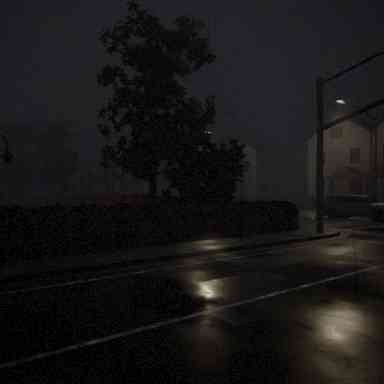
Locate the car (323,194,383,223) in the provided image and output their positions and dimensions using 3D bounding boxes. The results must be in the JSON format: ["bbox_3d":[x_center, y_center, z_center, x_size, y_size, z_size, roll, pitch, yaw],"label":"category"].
[{"bbox_3d":[13.074,1.221,25.981,2.150,2.045,5.566,0,0,-40],"label":"car"}]

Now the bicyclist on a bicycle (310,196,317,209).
[{"bbox_3d":[15.200,1.303,41.376,1.656,1.620,0.582,0,0,-35],"label":"bicyclist on a bicycle"}]

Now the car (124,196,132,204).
[{"bbox_3d":[-10.534,1.415,58.999,2.097,1.767,4.553,0,0,-35],"label":"car"}]
